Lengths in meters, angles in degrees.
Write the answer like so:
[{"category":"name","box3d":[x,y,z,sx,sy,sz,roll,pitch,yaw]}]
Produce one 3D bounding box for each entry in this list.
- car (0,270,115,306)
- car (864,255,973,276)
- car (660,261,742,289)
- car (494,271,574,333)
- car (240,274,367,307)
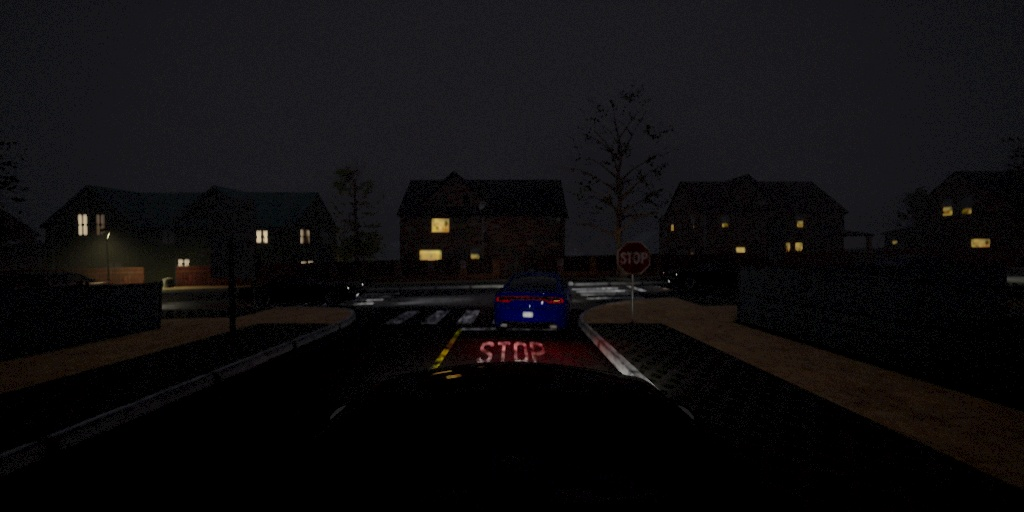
[{"category":"car","box3d":[-20.147,1.484,15.866,4.553,1.767,2.097,-1,1,0]},{"category":"car","box3d":[20.859,0.653,18.845,5.357,1.411,2.033,-1,1,0]},{"category":"car","box3d":[10.407,0.953,18.807,4.718,1.301,1.895,-1,1,-1]},{"category":"car","box3d":[0.784,1.184,10.670,1.882,1.535,5.008,0,0,10]},{"category":"car","box3d":[-9.057,1.469,15.876,4.718,1.301,1.895,-1,1,0]}]
